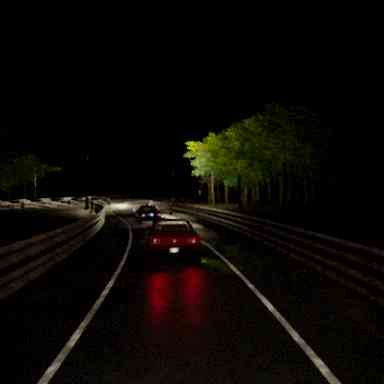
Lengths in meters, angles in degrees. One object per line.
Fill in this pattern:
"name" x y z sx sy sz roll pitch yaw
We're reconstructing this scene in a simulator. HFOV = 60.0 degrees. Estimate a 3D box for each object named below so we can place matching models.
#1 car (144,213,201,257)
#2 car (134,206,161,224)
"car" -0.881 1.746 13.711 1.895 1.301 4.718 0 -1 -7
"car" -3.781 1.853 28.164 2.033 1.411 5.357 0 -1 -15
